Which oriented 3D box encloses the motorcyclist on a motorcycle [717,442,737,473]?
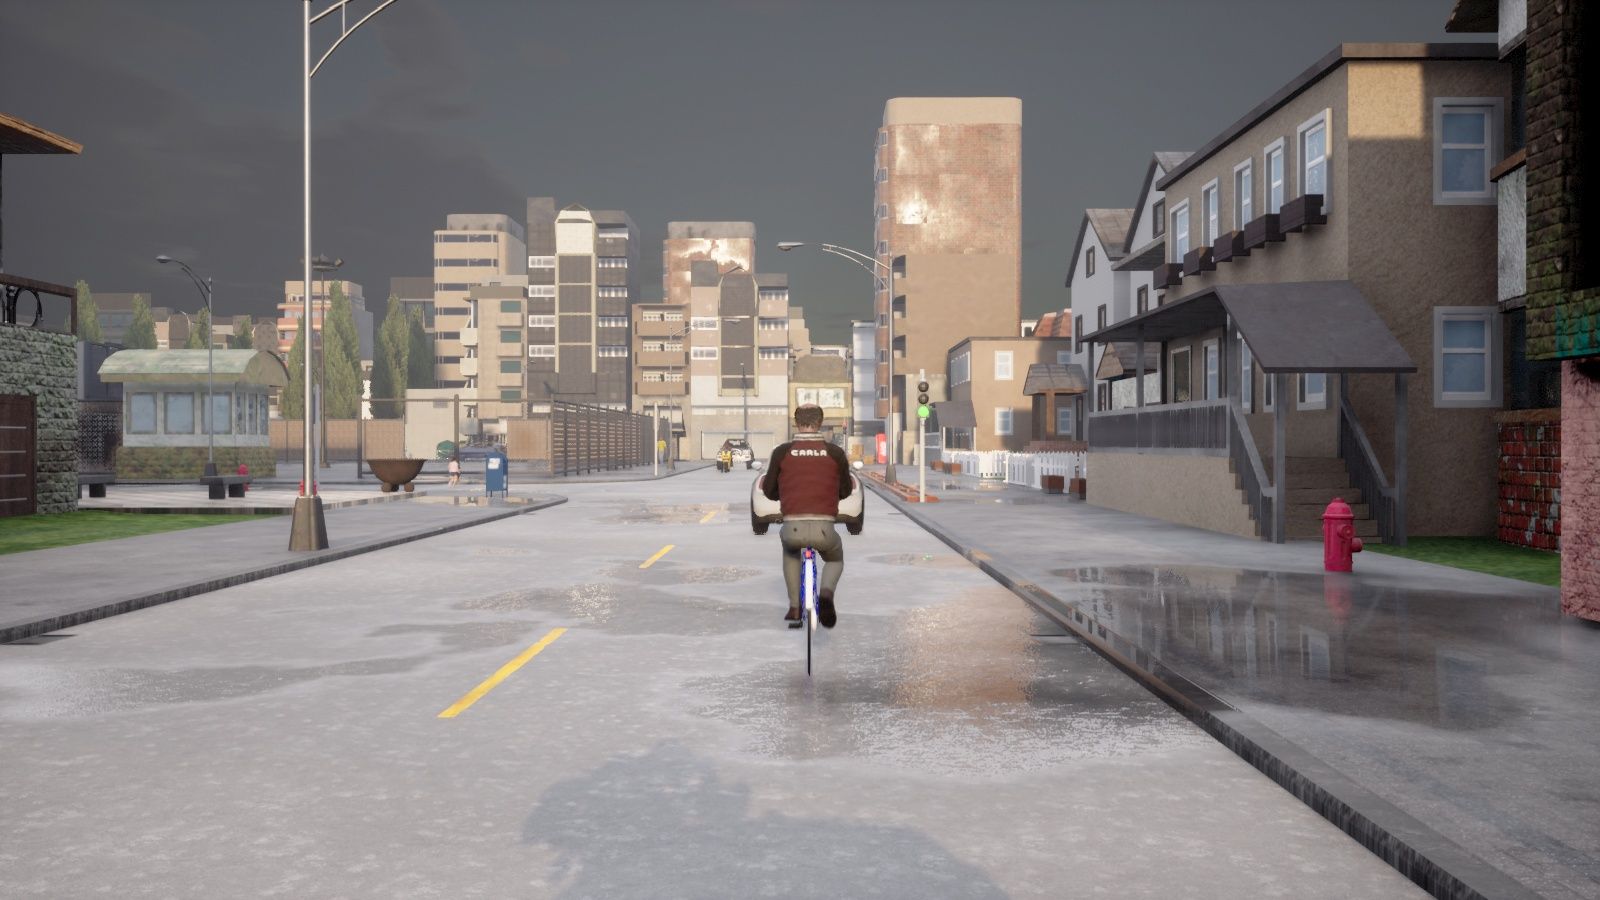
[{"bbox_3d":[-3.636,0.381,62.664,0.797,1.523,2.044,0,0,2],"label":"motorcyclist on a motorcycle"}]

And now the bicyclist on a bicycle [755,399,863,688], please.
[{"bbox_3d":[0.061,0.570,8.636,0.659,1.776,1.843,0,0,0],"label":"bicyclist on a bicycle"}]

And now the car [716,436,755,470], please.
[{"bbox_3d":[-3.610,0.172,70.719,1.932,1.855,4.605,0,0,1],"label":"car"}]

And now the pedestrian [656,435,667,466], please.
[{"bbox_3d":[-8.193,0.041,74.402,0.354,1.836,0.706,0,0,19],"label":"pedestrian"}]

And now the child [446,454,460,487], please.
[{"bbox_3d":[-11.541,0.677,41.784,0.255,1.110,0.394,0,0,19],"label":"child"}]

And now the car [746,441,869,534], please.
[{"bbox_3d":[0.131,0.591,21.981,1.970,1.475,3.806,0,0,0],"label":"car"}]
